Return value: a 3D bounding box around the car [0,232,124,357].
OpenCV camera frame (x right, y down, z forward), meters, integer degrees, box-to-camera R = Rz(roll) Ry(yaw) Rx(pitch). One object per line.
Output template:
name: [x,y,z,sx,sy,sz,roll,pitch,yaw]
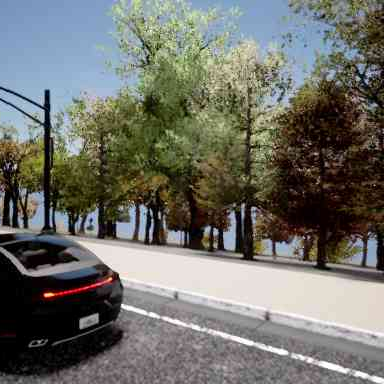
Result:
car: [-3.304,1.500,5.996,4.892,1.490,1.837,0,0,38]
